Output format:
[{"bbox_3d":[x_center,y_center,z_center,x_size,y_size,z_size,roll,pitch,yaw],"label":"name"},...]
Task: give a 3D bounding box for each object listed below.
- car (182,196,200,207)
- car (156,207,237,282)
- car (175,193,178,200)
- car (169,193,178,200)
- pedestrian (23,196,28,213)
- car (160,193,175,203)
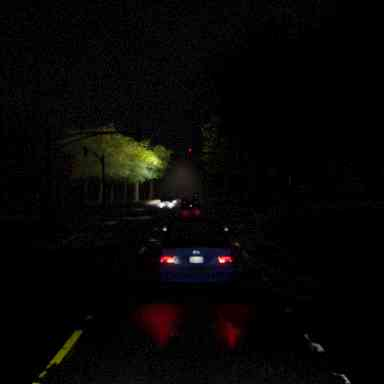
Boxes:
[{"bbox_3d":[-0.157,1.126,35.806,1.895,1.301,4.718,0,-1,-1],"label":"car"},{"bbox_3d":[0.098,1.391,9.315,2.033,1.411,5.357,0,1,0],"label":"car"},{"bbox_3d":[-4.443,1.175,69.523,1.895,1.301,4.718,0,0,-1],"label":"car"},{"bbox_3d":[-4.771,1.067,84.760,2.097,1.767,4.553,0,-1,-1],"label":"car"},{"bbox_3d":[-18.055,1.310,36.007,0.375,1.860,0.375,0,2,2],"label":"pedestrian"},{"bbox_3d":[-4.192,1.157,54.646,1.895,1.301,4.718,0,0,-1],"label":"car"}]
